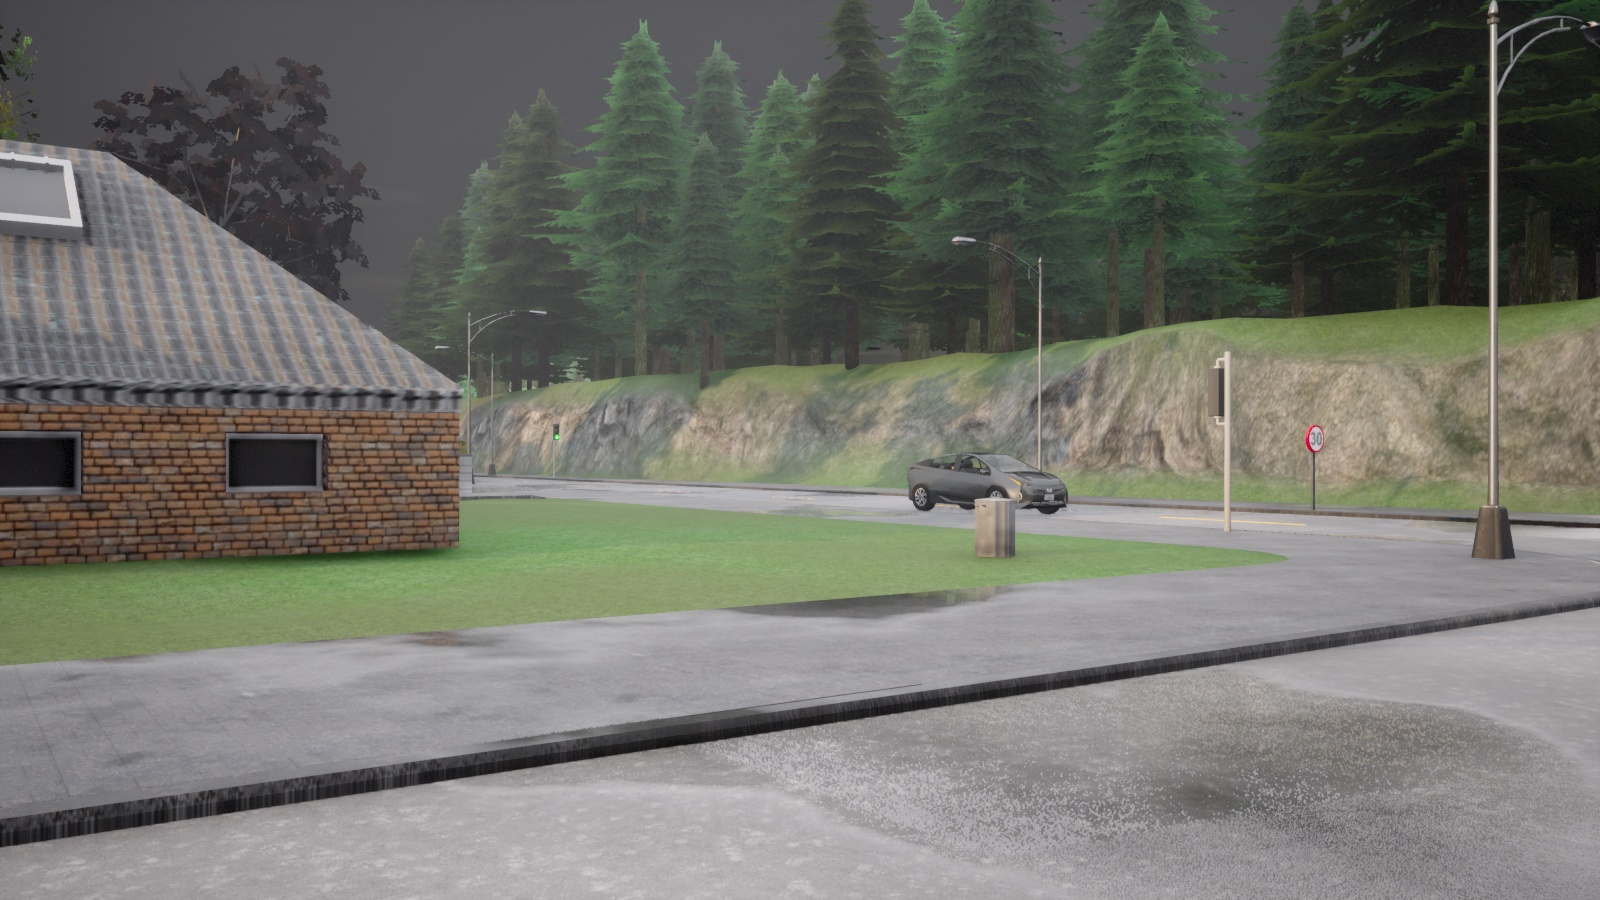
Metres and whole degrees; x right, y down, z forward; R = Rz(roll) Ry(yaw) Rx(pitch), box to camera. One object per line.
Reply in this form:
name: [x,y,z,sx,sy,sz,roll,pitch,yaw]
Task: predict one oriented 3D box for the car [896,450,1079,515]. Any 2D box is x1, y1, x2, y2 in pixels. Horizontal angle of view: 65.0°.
car: [4.616,0.759,31.520,2.007,1.525,4.514,0,0,-35]
